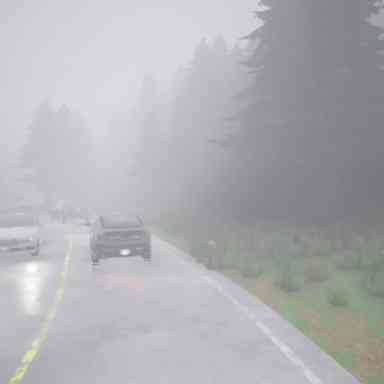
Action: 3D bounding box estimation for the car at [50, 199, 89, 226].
[{"bbox_3d":[-9.621,1.341,25.787,2.097,1.767,4.553,-1,0,-39],"label":"car"}]

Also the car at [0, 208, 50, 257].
[{"bbox_3d":[-6.725,1.538,12.799,1.812,1.442,4.674,0,0,-19],"label":"car"}]

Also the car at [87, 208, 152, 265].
[{"bbox_3d":[-2.666,1.483,11.864,1.837,1.490,4.892,0,0,-18],"label":"car"}]
